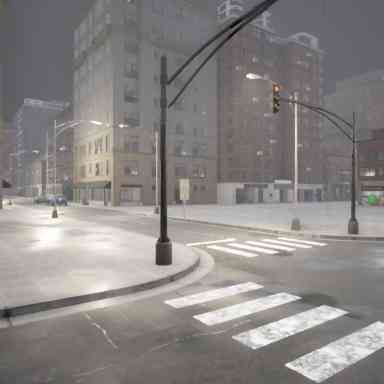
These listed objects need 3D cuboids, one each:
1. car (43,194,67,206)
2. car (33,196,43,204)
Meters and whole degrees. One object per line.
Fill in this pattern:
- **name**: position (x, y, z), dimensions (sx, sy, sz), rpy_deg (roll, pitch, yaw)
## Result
- **car**: position (-19.661, 1.119, 48.181), dimensions (2.097, 1.767, 4.553), rpy_deg (0, 0, -36)
- **car**: position (-25.456, 1.287, 56.294), dimensions (1.994, 1.385, 4.181), rpy_deg (0, 0, -36)
